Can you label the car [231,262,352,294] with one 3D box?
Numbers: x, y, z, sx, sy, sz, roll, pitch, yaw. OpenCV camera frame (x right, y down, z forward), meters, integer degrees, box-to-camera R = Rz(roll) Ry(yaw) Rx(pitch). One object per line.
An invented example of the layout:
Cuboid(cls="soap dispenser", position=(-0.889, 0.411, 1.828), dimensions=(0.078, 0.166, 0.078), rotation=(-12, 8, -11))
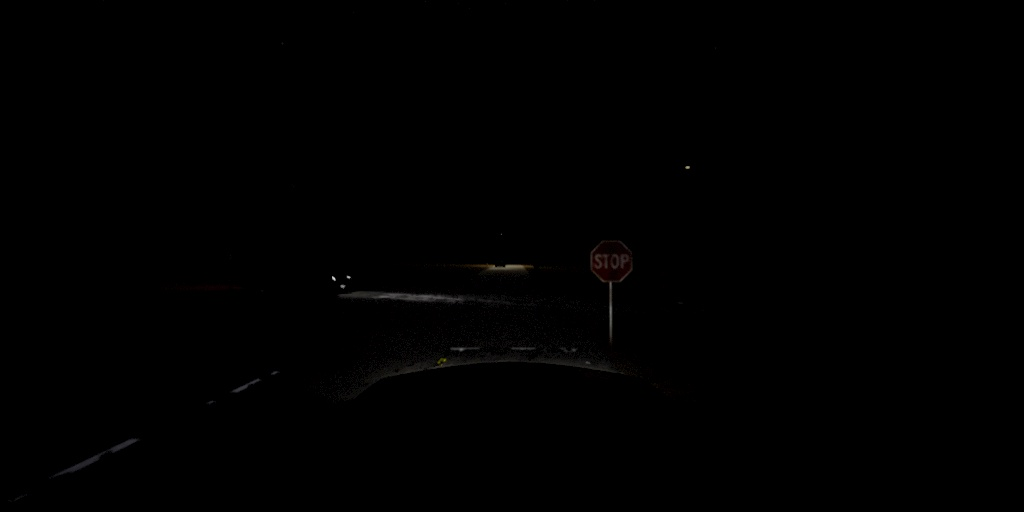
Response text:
Cuboid(cls="car", position=(-10.051, 0.993, 16.619), dimensions=(4.718, 1.301, 1.895), rotation=(3, -1, 0))
